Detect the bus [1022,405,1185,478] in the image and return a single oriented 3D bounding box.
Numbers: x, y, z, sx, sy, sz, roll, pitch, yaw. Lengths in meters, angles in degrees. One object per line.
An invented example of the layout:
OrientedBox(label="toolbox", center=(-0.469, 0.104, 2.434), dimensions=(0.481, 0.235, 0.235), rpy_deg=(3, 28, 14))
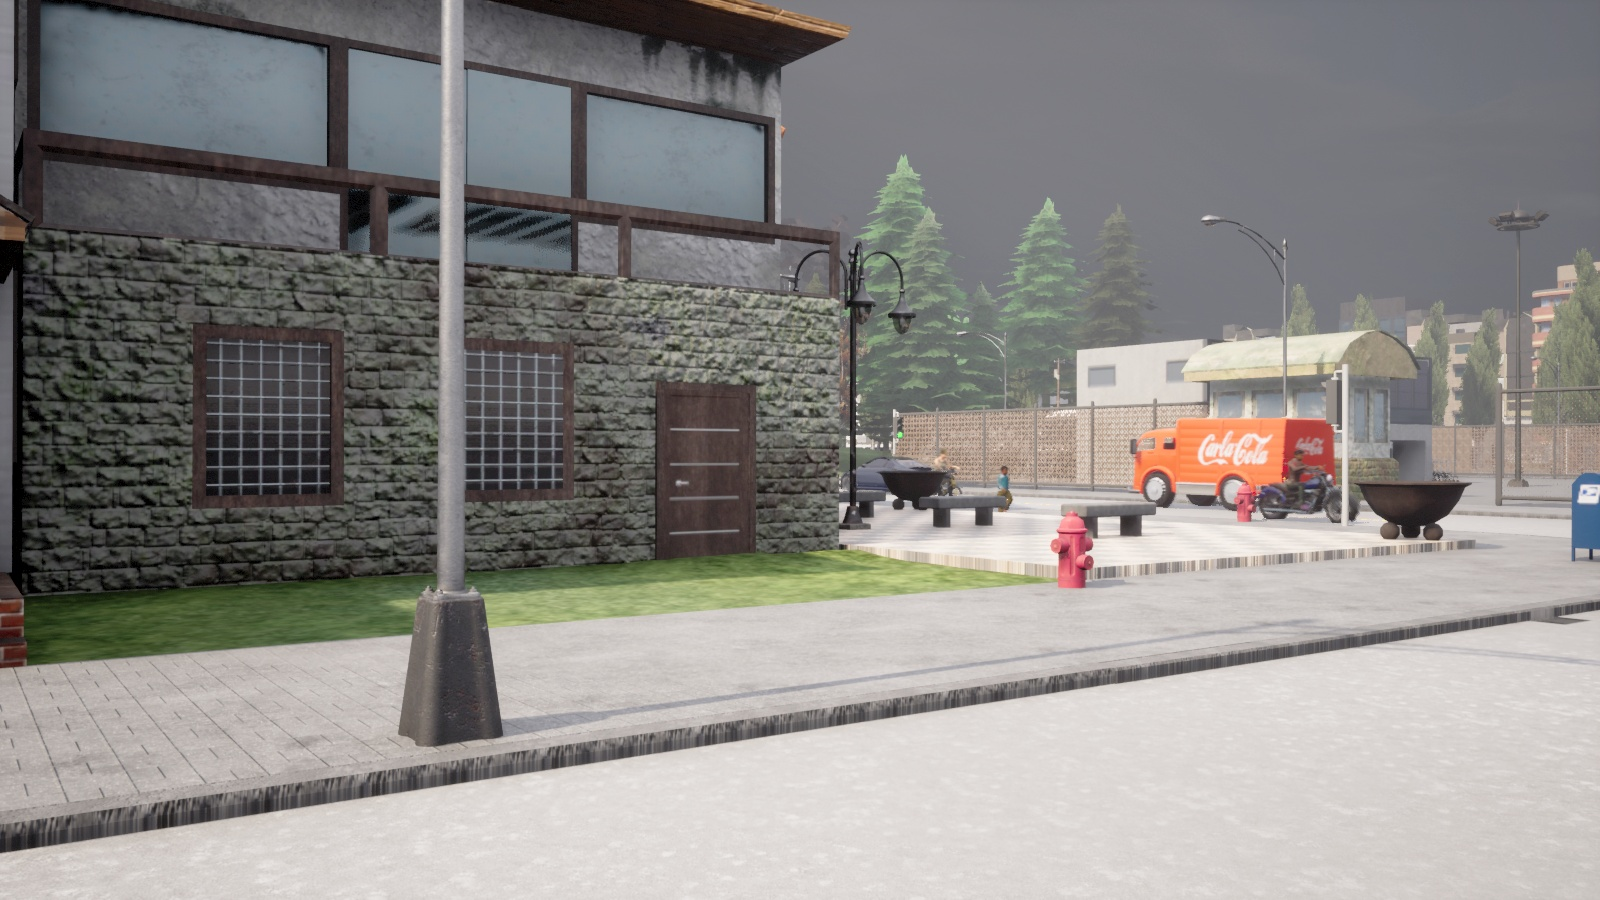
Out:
OrientedBox(label="bus", center=(18.819, -0.482, 77.448), dimensions=(10.273, 4.253, 3.944), rpy_deg=(0, 0, -35))

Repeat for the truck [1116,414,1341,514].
OrientedBox(label="truck", center=(11.458, 0.327, 33.970), dimensions=(2.627, 2.467, 5.204), rpy_deg=(0, 1, -34))

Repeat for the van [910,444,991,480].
OrientedBox(label="van", center=(8.448, 0.651, 70.230), dimensions=(4.442, 1.987, 1.775), rpy_deg=(0, 0, -35))

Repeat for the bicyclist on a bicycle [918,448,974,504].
OrientedBox(label="bicyclist on a bicycle", center=(4.329, 0.764, 37.252), dimensions=(0.866, 1.612, 1.509), rpy_deg=(0, 0, -35))

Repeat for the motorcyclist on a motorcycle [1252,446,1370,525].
OrientedBox(label="motorcyclist on a motorcycle", center=(11.140, 0.739, 27.462), dimensions=(0.766, 1.649, 2.350), rpy_deg=(0, 0, -35))

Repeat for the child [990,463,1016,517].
OrientedBox(label="child", center=(4.552, 0.894, 28.136), dimensions=(0.343, 1.192, 0.448), rpy_deg=(0, 0, -37))

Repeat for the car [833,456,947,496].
OrientedBox(label="car", center=(3.229, 0.914, 45.844), dimensions=(1.994, 1.385, 4.181), rpy_deg=(0, 0, -35))
